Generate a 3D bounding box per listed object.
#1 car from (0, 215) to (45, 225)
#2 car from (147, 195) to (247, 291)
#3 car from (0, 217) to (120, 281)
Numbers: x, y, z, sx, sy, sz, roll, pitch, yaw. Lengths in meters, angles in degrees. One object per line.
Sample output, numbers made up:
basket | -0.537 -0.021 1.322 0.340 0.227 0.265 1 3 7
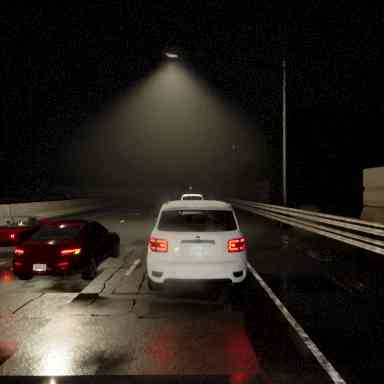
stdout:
car | -6.924 1.602 13.974 1.895 1.301 4.718 0 0 0
car | 0.093 1.222 9.146 2.150 2.045 5.566 0 0 0
car | -3.415 1.526 9.770 1.812 1.442 4.674 0 0 0
